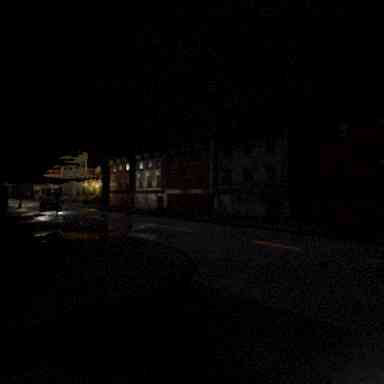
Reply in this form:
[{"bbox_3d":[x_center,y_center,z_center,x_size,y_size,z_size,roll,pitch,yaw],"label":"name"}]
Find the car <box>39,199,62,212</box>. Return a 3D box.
[{"bbox_3d":[-17.262,1.599,40.511,1.812,1.442,4.674,0,0,-35],"label":"car"}]
